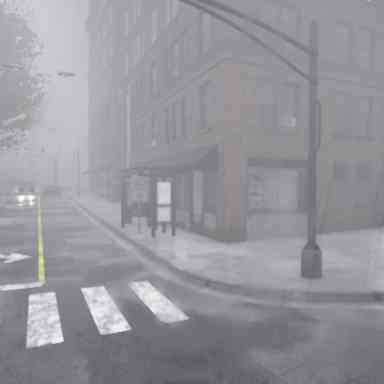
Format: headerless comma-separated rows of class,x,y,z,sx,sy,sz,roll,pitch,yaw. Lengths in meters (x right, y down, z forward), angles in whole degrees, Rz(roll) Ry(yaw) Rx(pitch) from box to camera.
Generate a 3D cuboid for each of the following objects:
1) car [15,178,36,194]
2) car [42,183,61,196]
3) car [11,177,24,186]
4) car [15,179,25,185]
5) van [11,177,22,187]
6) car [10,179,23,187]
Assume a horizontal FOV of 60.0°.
car,-21.617,-0.643,43.671,2.128,1.511,4.902,0,4,-25
car,-17.415,-0.357,41.250,1.837,1.490,4.892,0,4,-25
car,-37.423,-2.260,71.502,2.192,1.841,5.009,2,2,-25
car,-41.896,-2.456,81.091,1.887,1.381,4.507,2,2,-25
van,-33.921,-1.891,63.980,1.690,1.788,3.998,2,2,-25
car,-35.331,-1.819,66.993,2.008,1.369,4.403,2,2,-25
